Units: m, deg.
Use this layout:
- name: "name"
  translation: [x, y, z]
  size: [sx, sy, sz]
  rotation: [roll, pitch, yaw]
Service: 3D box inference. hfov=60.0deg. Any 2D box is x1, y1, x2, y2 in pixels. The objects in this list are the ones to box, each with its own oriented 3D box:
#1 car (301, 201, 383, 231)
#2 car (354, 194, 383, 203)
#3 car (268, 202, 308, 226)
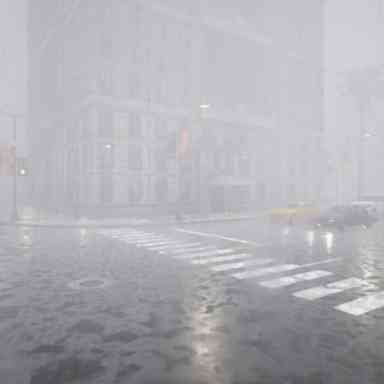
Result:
- name: "car"
  translation: [9.571, 1.534, 20.871]
  size: [5.357, 1.411, 2.033]
  rotation: [0, 0, -35]
- name: "car"
  translation: [15.985, 1.202, 29.520]
  size: [5.566, 2.045, 2.150]
  rotation: [0, 0, -34]
- name: "car"
  translation: [7.596, 1.463, 23.756]
  size: [5.008, 1.535, 1.882]
  rotation: [0, 0, -35]
